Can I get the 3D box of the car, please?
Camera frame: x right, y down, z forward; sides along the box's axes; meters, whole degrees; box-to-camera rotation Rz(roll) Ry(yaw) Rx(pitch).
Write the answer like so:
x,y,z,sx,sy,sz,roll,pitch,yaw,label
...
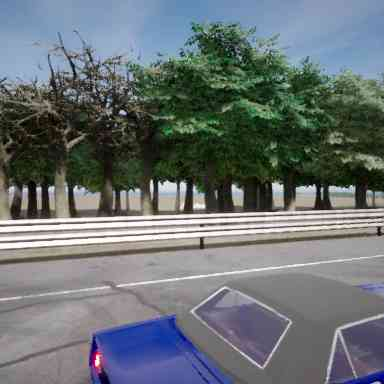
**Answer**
x,y,z,sx,sy,sz,roll,pitch,yaw,label
1.464,1.600,3.496,4.718,1.301,1.895,0,0,-24,car
